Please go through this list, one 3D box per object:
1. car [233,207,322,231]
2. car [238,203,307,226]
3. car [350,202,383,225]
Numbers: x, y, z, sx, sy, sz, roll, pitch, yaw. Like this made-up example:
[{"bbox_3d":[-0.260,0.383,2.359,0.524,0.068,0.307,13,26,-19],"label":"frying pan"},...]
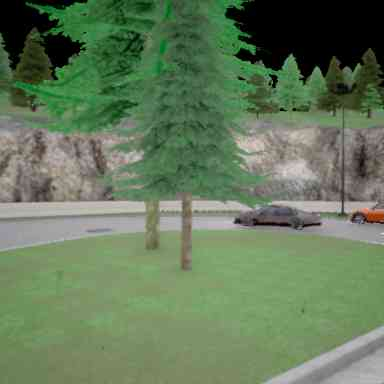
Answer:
[{"bbox_3d":[5.369,1.597,21.033,5.357,1.411,2.033,0,0,24],"label":"car"},{"bbox_3d":[5.871,1.582,24.294,4.674,1.442,1.812,0,-1,24],"label":"car"},{"bbox_3d":[13.430,1.427,22.933,2.097,1.767,4.553,0,0,-38],"label":"car"}]
